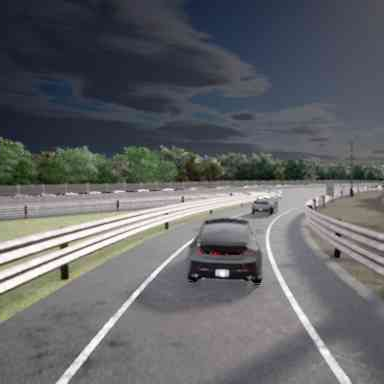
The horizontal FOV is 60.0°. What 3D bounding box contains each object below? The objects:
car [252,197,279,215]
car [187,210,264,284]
[{"bbox_3d":[6.721,1.240,30.283,2.128,1.511,4.902,1,1,22],"label":"car"},{"bbox_3d":[1.024,1.523,9.777,1.837,1.490,4.892,0,1,8],"label":"car"}]
